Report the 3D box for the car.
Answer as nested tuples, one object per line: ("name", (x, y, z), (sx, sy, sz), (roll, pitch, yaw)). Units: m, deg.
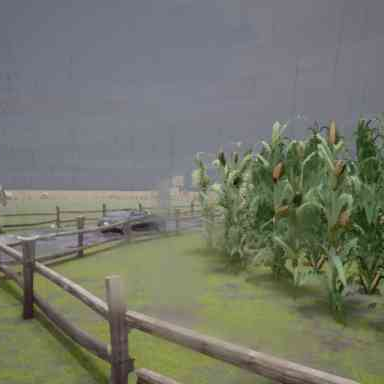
("car", (-3.347, 1.632, 19.086), (1.994, 1.385, 4.181), (1, 0, 35))
